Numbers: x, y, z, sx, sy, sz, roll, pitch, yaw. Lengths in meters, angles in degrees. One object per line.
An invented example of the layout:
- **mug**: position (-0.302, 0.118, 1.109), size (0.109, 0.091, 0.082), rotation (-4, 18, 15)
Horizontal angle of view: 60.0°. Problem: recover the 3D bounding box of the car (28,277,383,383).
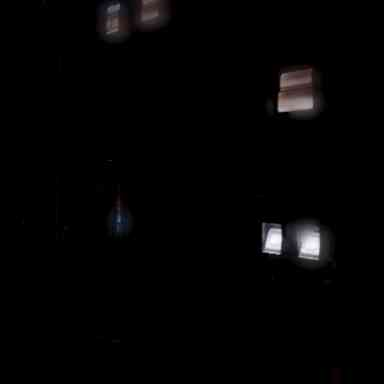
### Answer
- **car**: position (0.536, 1.428, 2.472), size (4.097, 1.590, 1.967), rotation (1, 2, 36)
